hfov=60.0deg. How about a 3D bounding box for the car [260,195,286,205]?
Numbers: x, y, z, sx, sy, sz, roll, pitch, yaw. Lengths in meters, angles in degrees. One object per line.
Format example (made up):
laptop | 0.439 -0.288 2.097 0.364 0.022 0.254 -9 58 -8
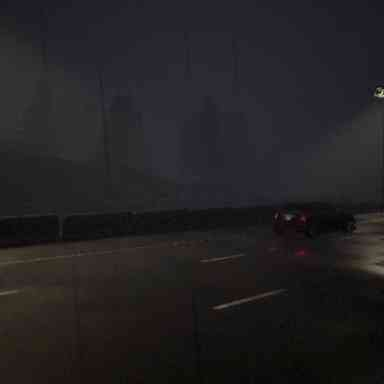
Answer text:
car | 11.486 1.092 42.278 4.902 1.511 2.128 -1 1 -35

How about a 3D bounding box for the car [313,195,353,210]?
car | 15.557 1.105 36.585 4.892 1.490 1.837 -1 1 -35

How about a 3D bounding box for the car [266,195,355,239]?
car | 6.232 1.230 16.791 4.553 1.767 2.097 -1 0 -35

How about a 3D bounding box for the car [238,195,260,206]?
car | 8.332 1.131 44.326 4.892 1.490 1.837 -1 1 -35
